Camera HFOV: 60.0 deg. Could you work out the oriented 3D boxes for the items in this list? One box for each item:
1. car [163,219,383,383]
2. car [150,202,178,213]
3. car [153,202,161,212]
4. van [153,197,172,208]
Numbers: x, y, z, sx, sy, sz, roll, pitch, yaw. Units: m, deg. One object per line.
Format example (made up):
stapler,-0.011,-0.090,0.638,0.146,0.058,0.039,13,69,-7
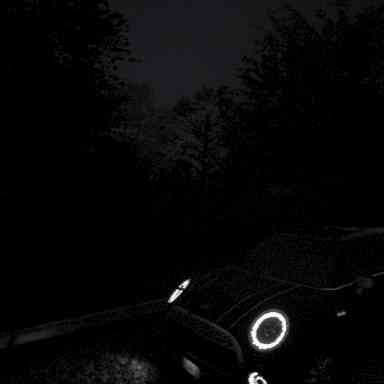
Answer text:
car,1.813,1.358,5.000,4.553,1.767,2.097,0,0,-36
car,-4.392,2.328,51.839,2.097,1.535,5.008,0,0,-36
car,-6.642,2.326,50.213,2.097,1.535,5.008,0,0,-36
van,-5.962,2.105,66.990,1.878,1.987,4.442,0,0,-36
